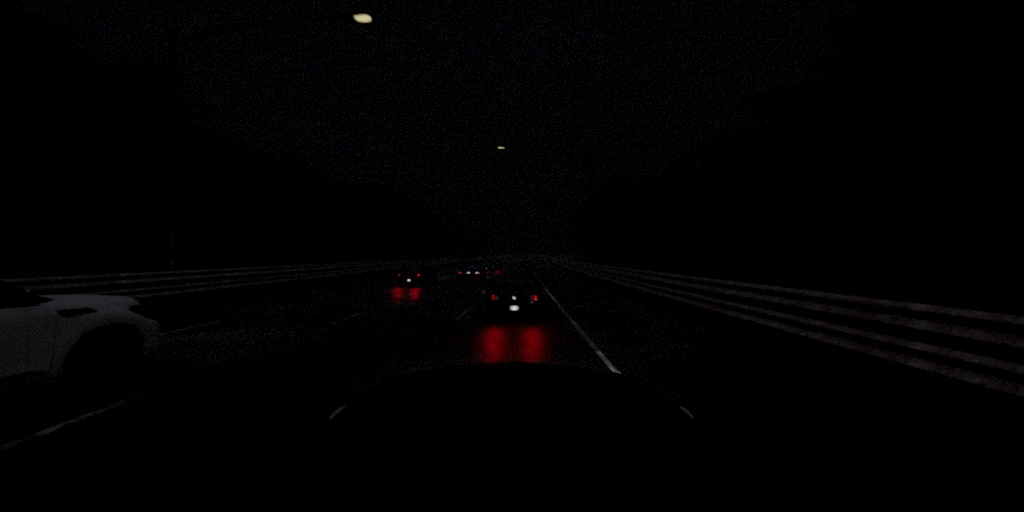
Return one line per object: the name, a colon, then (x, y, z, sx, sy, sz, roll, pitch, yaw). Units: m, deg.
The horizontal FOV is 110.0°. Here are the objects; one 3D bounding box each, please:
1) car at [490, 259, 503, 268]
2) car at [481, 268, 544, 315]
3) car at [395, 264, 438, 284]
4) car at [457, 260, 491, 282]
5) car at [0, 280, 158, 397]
car: (-2.258, 1.081, 46.370, 1.812, 1.442, 4.674, 0, 1, 3)
car: (0.107, 1.309, 13.296, 1.895, 1.301, 4.718, 0, 0, 1)
car: (-6.583, 1.242, 25.353, 1.895, 1.301, 4.718, 0, 0, 2)
car: (-2.993, 1.190, 27.427, 2.033, 1.411, 5.357, 0, 0, 1)
car: (-6.902, 0.946, 3.459, 2.150, 2.045, 5.566, 0, 0, 0)
